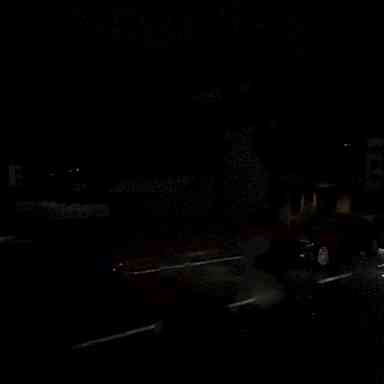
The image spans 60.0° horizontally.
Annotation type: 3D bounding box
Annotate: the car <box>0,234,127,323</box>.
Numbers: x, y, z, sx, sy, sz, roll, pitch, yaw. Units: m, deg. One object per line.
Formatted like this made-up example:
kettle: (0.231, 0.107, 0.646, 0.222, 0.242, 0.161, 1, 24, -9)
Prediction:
car: (-3.461, 1.526, 5.811, 4.674, 1.442, 1.812, 0, 0, -36)

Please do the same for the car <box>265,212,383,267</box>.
car: (4.716, 1.479, 11.642, 5.008, 1.535, 1.882, 0, 0, -35)
